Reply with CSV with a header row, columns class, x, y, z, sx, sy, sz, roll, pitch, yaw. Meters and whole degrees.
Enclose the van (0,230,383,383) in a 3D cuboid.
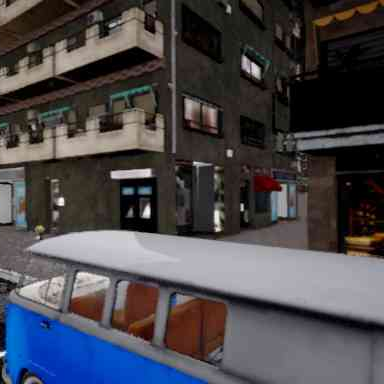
class,x,y,z,sx,sy,sz,roll,pitch,yaw
van,-0.067,1.333,2.938,3.998,1.788,1.690,0,-1,36
